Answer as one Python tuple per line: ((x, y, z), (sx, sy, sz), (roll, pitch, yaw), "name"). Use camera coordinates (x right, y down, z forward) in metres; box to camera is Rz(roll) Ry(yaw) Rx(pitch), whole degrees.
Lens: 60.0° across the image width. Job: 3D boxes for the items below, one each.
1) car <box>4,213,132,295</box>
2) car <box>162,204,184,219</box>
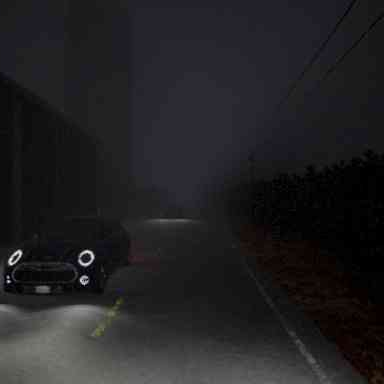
((-3.071, 1.468, 9.188), (2.097, 1.767, 4.553), (0, -1, 1), "car")
((-1.862, 1.974, 34.478), (1.812, 1.442, 4.674), (0, -1, 4), "car")
